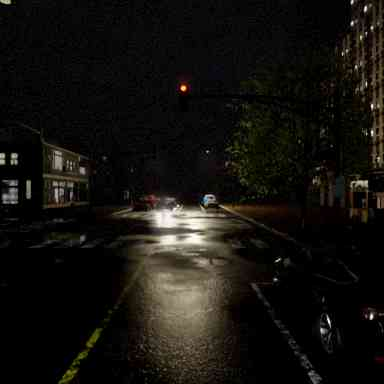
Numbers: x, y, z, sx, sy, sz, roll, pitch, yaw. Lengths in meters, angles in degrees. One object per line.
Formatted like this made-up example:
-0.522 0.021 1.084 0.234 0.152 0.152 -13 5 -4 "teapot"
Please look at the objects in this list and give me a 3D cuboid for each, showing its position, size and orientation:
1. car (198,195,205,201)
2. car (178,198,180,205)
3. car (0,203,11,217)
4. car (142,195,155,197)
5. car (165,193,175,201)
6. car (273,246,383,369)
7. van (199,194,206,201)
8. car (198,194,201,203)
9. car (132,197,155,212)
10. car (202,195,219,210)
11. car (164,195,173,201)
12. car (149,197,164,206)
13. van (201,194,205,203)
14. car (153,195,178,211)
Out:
2.552 1.534 88.355 1.752 1.417 4.829 0 0 0 "car"
-3.180 1.568 49.119 1.994 1.385 4.181 0 0 -1 "car"
-17.312 1.371 27.194 4.507 1.381 1.887 1 -1 -1 "car"
-5.756 1.318 43.761 2.192 1.841 5.009 0 0 0 "car"
-5.828 1.324 88.169 2.192 1.841 5.009 0 0 0 "car"
2.686 1.566 5.748 1.947 1.339 4.313 0 0 0 "car"
2.562 1.349 82.634 1.690 1.788 3.998 0 0 0 "van"
2.596 1.556 60.430 2.008 1.369 4.403 0 0 0 "car"
-5.748 1.584 38.210 1.802 1.307 4.206 0 0 0 "car"
2.623 1.528 43.947 1.752 1.417 4.829 0 0 0 "car"
-5.820 1.559 82.618 2.008 1.369 4.403 0 0 0 "car"
-5.775 1.555 54.863 2.008 1.369 4.403 0 0 0 "car"
2.616 1.345 49.328 1.690 1.788 3.998 0 0 0 "van"
-3.157 1.494 39.989 2.128 1.511 4.902 0 0 0 "car"
